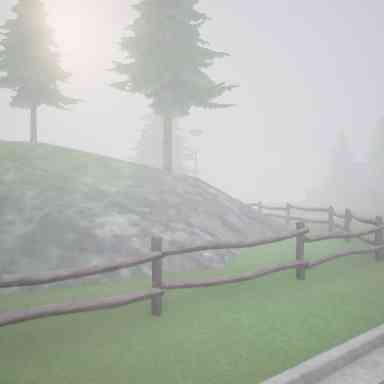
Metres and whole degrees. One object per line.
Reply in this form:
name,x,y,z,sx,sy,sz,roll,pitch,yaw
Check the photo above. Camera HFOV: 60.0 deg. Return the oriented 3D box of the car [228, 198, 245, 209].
car,5.927,1.509,44.509,1.882,1.535,5.008,0,0,1
